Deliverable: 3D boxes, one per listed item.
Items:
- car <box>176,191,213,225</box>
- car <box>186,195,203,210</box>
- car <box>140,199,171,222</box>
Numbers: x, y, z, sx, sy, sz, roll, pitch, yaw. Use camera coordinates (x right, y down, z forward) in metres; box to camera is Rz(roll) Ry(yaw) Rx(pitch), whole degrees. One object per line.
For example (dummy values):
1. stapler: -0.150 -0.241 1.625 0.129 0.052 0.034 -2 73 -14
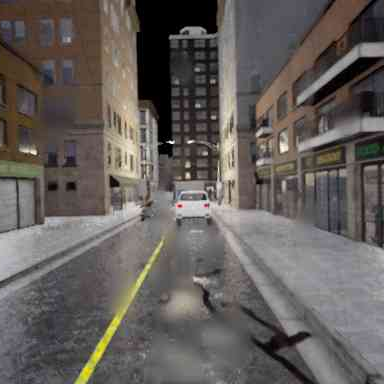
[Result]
1. car: 0.196 0.980 21.847 2.150 2.045 5.566 -1 -1 3
2. car: 0.284 1.132 37.218 1.812 1.442 4.674 -1 1 1
3. car: -2.600 1.307 24.323 1.837 1.490 4.892 -1 1 0
